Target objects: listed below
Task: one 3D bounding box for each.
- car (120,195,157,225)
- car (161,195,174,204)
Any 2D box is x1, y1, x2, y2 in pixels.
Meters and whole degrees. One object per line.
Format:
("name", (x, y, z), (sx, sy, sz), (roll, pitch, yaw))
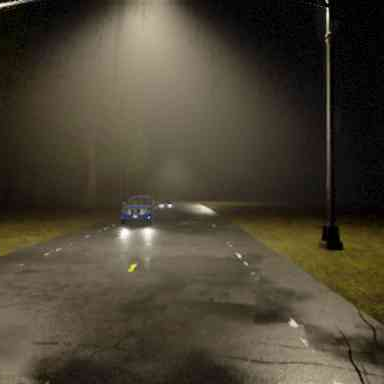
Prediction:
("car", (-3.853, 1.291, 24.990), (2.150, 2.045, 5.566), (0, 0, -1))
("car", (-5.133, 1.776, 66.461), (1.895, 1.301, 4.718), (0, 0, -3))
